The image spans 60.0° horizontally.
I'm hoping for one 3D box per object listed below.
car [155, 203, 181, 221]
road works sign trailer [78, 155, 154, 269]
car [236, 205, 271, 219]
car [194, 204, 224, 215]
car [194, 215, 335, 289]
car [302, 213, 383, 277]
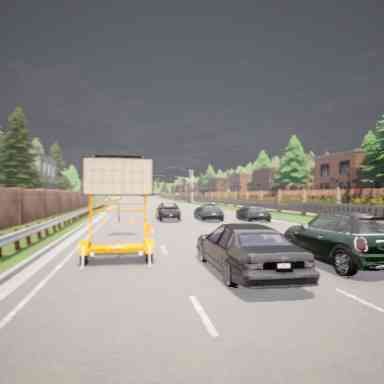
[{"bbox_3d":[-2.141,1.683,29.246,2.128,1.511,4.902,0,0,-10],"label":"car"},{"bbox_3d":[-2.544,0.533,11.529,2.380,3.560,2.880,0,0,-10],"label":"road works sign trailer"},{"bbox_3d":[5.140,1.779,28.348,1.994,1.385,4.181,0,0,-10],"label":"car"},{"bbox_3d":[1.425,1.770,29.195,1.994,1.385,4.181,0,0,-10],"label":"car"},{"bbox_3d":[1.483,1.619,9.496,2.033,1.411,5.357,0,0,-10],"label":"car"},{"bbox_3d":[4.796,1.446,10.833,2.097,1.767,4.553,0,0,-10],"label":"car"}]
